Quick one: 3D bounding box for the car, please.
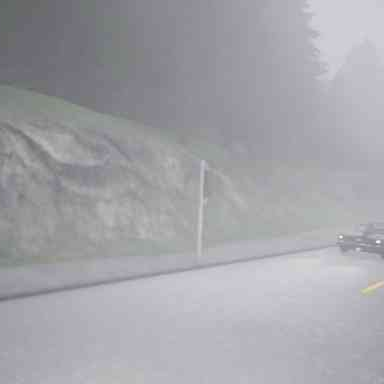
[{"bbox_3d":[8.366,2.086,14.984,4.718,1.301,1.895,3,-1,-42],"label":"car"}]
